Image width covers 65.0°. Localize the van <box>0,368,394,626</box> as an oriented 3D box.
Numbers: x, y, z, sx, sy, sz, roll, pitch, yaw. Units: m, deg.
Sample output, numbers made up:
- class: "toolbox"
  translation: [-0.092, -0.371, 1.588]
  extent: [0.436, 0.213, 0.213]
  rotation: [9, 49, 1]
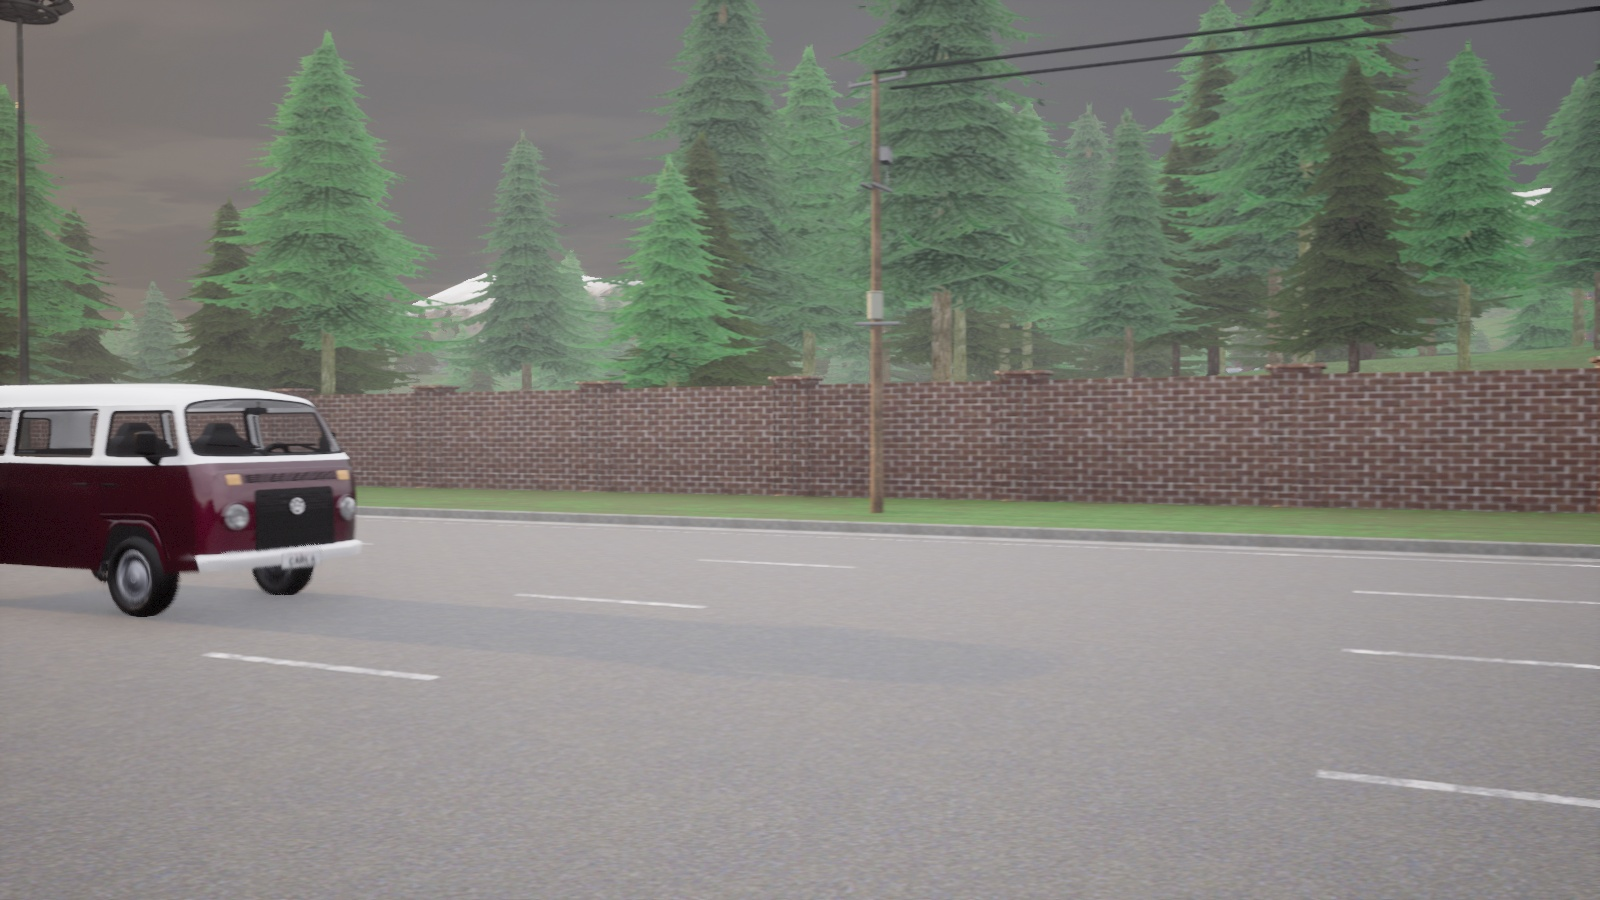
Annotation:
- class: "van"
  translation: [-6.278, 0.336, 11.822]
  extent: [4.480, 2.038, 2.069]
  rotation: [1, 1, 26]
